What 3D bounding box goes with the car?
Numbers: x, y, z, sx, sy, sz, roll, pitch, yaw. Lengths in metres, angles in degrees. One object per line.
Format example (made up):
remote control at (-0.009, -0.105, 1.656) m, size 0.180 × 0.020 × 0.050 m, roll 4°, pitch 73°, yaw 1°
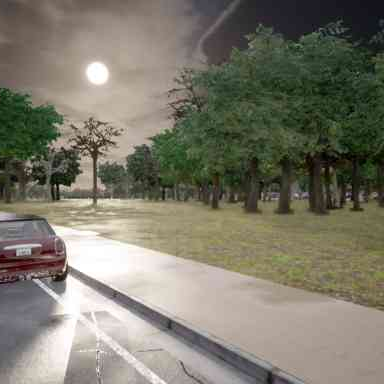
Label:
car at (-5.045, 1.353, 9.052) m, size 2.097 × 1.767 × 4.553 m, roll 0°, pitch 0°, yaw -38°
